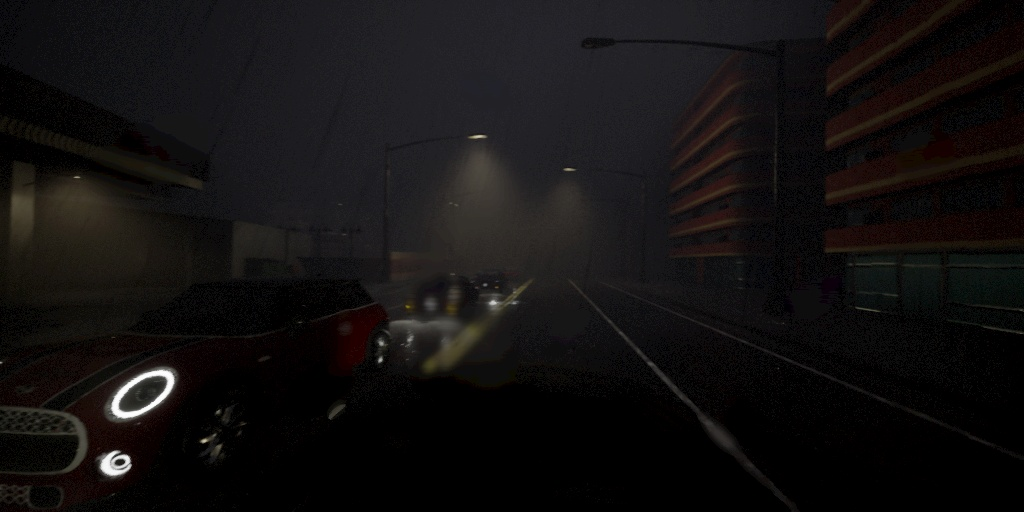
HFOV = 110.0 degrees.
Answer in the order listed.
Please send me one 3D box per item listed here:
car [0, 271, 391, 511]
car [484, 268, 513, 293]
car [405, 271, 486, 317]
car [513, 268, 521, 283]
[{"bbox_3d":[-3.436,1.077,4.731,2.097,1.767,4.553,1,-1,6],"label":"car"},{"bbox_3d":[-1.374,1.574,23.487,1.994,1.385,4.181,1,-1,7],"label":"car"},{"bbox_3d":[-2.462,1.425,13.682,1.994,1.385,4.181,1,-1,6],"label":"car"},{"bbox_3d":[-0.243,1.767,33.692,1.895,1.301,4.718,1,-1,7],"label":"car"}]
